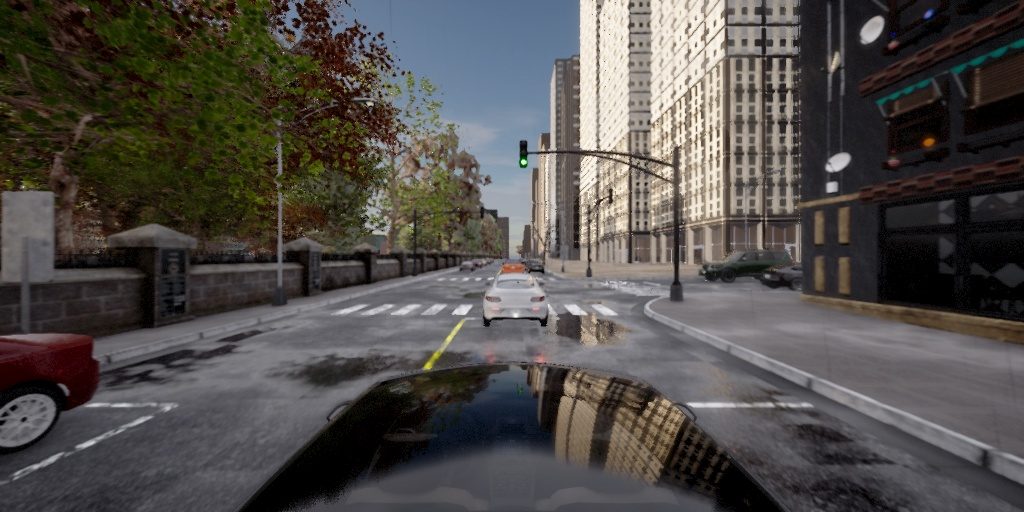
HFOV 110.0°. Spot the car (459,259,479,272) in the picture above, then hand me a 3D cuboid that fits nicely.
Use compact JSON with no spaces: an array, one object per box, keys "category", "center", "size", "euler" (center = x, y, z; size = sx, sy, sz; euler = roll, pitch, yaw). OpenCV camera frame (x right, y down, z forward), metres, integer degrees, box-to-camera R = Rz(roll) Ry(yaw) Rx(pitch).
[{"category":"car","center":[-5.690,1.286,45.928],"size":[1.802,1.307,4.207],"euler":[0,0,0]}]

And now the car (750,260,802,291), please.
[{"category":"car","center":[14.685,1.002,17.712],"size":[4.313,1.339,1.948],"euler":[0,0,0]}]

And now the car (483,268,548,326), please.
[{"category":"car","center":[0.097,1.263,11.473],"size":[1.812,1.442,4.674],"euler":[0,0,0]}]

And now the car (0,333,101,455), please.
[{"category":"car","center":[-5.821,1.294,2.378],"size":[1.888,1.381,4.507],"euler":[0,0,0]}]

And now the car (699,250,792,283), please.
[{"category":"car","center":[15.339,0.664,23.509],"size":[5.566,2.045,2.150],"euler":[-1,0,0]}]

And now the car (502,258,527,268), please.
[{"category":"car","center":[0.102,1.064,35.584],"size":[2.097,1.767,4.553],"euler":[0,0,0]}]

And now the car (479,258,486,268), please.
[{"category":"car","center":[-5.689,1.138,57.193],"size":[1.967,1.591,4.097],"euler":[0,0,0]}]

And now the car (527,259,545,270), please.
[{"category":"car","center":[2.690,1.274,40.295],"size":[1.948,1.339,4.313],"euler":[0,0,0]}]
